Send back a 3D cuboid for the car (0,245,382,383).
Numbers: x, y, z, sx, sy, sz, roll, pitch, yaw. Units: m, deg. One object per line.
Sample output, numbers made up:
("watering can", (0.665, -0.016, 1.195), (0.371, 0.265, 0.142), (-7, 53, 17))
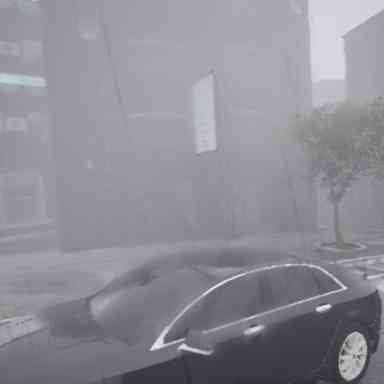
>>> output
("car", (0.165, 1.462, 3.802), (4.892, 1.490, 1.837), (0, 0, -31))
